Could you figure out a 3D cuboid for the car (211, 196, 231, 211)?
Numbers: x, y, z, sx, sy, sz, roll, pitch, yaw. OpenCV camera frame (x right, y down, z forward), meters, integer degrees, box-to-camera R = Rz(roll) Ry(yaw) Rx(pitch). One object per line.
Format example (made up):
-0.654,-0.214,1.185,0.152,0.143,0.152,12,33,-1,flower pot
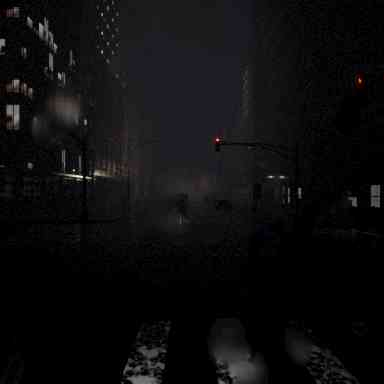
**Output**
3.855,1.579,41.797,1.947,1.339,4.313,0,0,0,car

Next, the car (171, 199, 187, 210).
-1.615,1.613,43.644,1.895,1.301,4.718,0,0,0,car

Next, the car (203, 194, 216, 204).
3.674,1.313,63.906,2.192,1.841,5.009,0,0,0,car

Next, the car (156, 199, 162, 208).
-4.107,1.593,47.277,1.802,1.307,4.206,0,0,0,car

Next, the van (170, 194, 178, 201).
-4.305,1.321,80.442,1.690,1.788,3.998,0,0,0,van

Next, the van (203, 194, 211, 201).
3.575,1.321,80.489,1.690,1.788,3.998,0,0,0,van

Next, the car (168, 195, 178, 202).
-4.272,1.426,74.915,1.967,1.590,4.097,0,0,0,car

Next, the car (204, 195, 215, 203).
3.641,1.432,69.434,1.967,1.590,4.097,0,0,0,car

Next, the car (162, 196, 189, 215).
-1.568,1.508,33.709,2.128,1.511,4.902,0,0,-1,car

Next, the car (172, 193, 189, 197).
-1.667,1.228,54.139,2.150,2.045,5.566,0,0,0,car
